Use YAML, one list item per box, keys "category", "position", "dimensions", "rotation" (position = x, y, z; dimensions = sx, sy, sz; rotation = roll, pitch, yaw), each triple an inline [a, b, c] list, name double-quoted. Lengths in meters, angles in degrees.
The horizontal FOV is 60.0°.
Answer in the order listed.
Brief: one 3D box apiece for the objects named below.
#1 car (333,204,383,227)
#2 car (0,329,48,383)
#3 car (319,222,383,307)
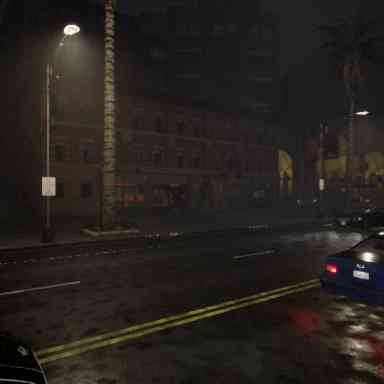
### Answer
- category: "car"
  position: [10.536, 1.491, 20.180]
  dimensions: [4.902, 1.511, 2.128]
  rotation: [0, 0, -35]
- category: "car"
  position: [-3.035, 1.352, 1.518]
  dimensions: [4.553, 1.767, 2.097]
  rotation: [0, 0, -36]
- category: "car"
  position: [5.104, 1.547, 7.481]
  dimensions: [5.357, 1.411, 2.033]
  rotation: [0, 0, -36]
